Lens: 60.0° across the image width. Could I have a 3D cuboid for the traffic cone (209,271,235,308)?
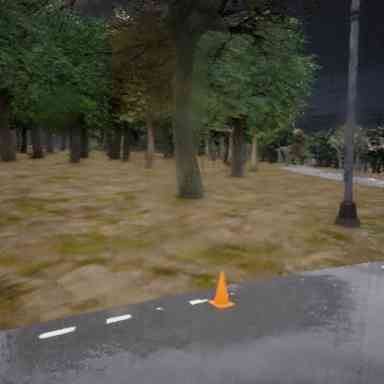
[{"bbox_3d":[0.549,1.738,6.036,0.340,0.580,0.340,-1,3,-31],"label":"traffic cone"}]
